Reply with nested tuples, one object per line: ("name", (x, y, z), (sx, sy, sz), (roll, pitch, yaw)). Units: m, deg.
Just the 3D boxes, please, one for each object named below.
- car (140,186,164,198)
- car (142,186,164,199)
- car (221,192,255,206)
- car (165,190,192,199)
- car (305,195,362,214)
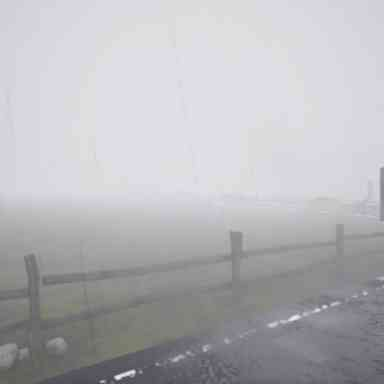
("car", (-7.681, -0.033, 64.005), (2.150, 2.045, 5.566), (1, 1, -35))
("car", (-6.652, 0.065, 57.731), (2.150, 2.045, 5.566), (1, 1, -35))
("car", (5.579, 0.807, 40.111), (1.882, 1.535, 5.008), (1, 1, -35))
("car", (-1.949, 0.461, 55.901), (2.128, 1.511, 4.902), (1, 1, -35))
("car", (12.686, 1.094, 29.962), (1.882, 1.535, 5.008), (1, 1, -35))
